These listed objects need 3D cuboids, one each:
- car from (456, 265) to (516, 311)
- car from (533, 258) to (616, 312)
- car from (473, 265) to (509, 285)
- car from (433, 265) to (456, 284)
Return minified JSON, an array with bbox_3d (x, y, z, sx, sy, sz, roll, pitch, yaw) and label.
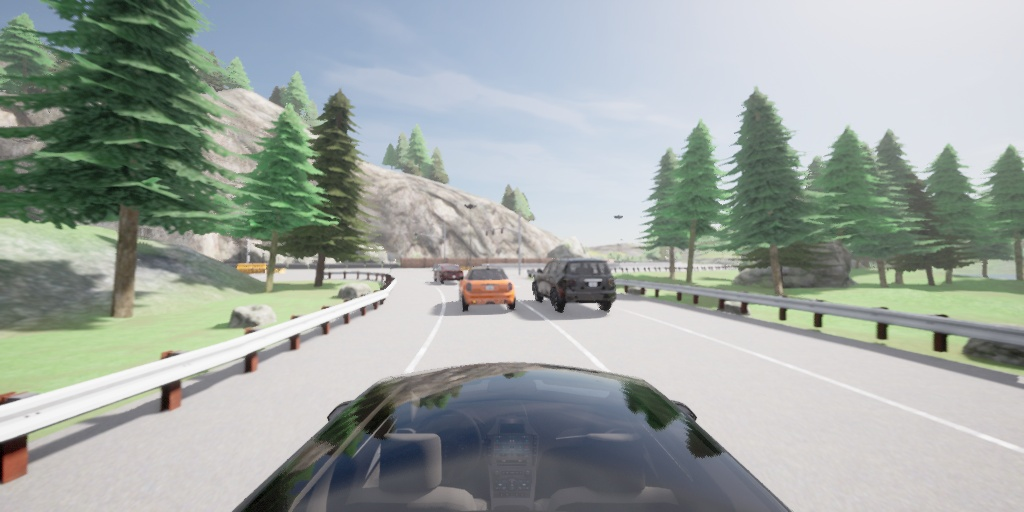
[{"bbox_3d":[-1.201,1.242,15.564,2.097,1.767,4.553,0,-1,-10],"label":"car"},{"bbox_3d":[2.432,1.113,15.252,2.150,2.045,5.566,0,0,-9],"label":"car"},{"bbox_3d":[-1.944,1.561,31.563,1.837,1.490,4.892,0,0,-20],"label":"car"},{"bbox_3d":[-5.561,1.526,31.065,1.882,1.535,5.008,0,0,-22],"label":"car"}]
